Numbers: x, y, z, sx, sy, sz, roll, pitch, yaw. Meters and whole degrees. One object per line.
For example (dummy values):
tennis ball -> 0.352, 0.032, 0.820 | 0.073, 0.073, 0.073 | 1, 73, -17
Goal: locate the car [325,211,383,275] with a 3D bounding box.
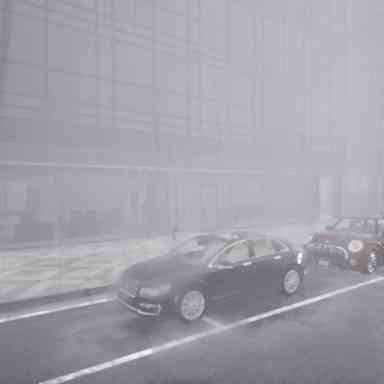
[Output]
car -> 5.232, 1.421, 10.271 | 4.097, 1.590, 1.967 | 0, 0, -35

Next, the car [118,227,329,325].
car -> 0.633, 1.542, 6.990 | 4.403, 1.369, 2.008 | 0, 0, -35
